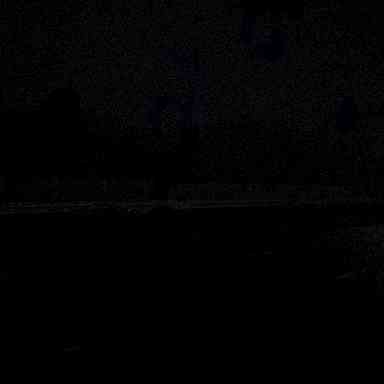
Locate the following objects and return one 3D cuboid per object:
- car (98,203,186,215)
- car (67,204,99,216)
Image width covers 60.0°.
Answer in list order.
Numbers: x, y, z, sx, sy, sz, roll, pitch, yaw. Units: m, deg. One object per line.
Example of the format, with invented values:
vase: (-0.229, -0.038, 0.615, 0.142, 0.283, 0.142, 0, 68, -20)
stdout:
car: (-2.545, 1.501, 19.357, 4.902, 1.511, 2.128, 0, 0, -35)
car: (-5.594, 1.609, 21.486, 4.718, 1.301, 1.895, 0, 0, -35)
